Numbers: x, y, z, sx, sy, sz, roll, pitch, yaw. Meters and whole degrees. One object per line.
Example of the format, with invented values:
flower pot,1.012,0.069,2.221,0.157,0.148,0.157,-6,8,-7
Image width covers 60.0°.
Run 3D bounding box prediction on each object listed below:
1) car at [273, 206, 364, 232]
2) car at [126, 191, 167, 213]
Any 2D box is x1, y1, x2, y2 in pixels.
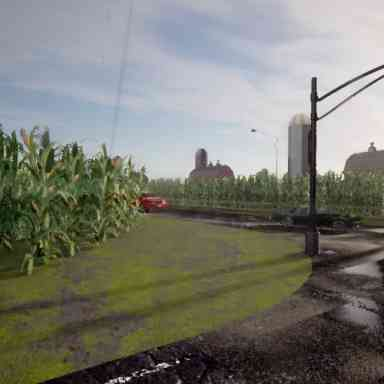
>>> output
car,7.230,1.493,19.294,4.718,1.301,1.895,1,0,41
car,-4.720,0.950,33.332,2.150,2.045,5.566,2,-1,-38
